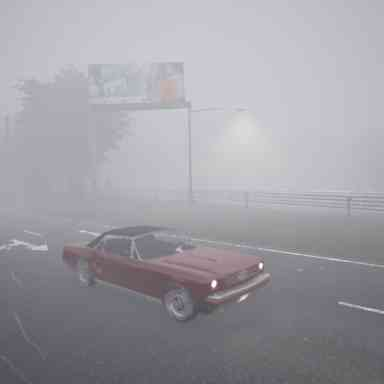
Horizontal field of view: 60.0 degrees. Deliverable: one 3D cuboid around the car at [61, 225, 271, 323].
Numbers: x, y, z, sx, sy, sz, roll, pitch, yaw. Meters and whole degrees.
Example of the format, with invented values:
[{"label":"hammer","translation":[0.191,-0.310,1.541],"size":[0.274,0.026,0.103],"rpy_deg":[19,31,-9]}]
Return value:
[{"label":"car","translation":[-0.798,1.453,7.106],"size":[4.718,1.301,1.895],"rpy_deg":[1,2,41]}]
